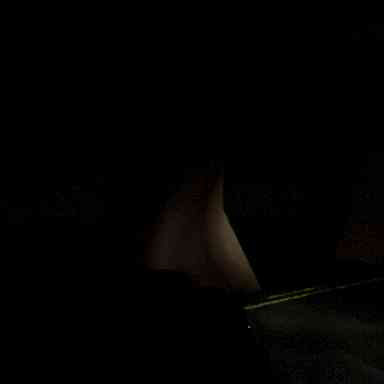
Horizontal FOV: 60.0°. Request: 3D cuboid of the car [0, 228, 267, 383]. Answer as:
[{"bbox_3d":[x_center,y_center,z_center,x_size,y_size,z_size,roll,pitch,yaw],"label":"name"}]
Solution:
[{"bbox_3d":[-1.958,1.211,2.283,5.566,2.045,2.150,1,0,-35],"label":"car"}]
